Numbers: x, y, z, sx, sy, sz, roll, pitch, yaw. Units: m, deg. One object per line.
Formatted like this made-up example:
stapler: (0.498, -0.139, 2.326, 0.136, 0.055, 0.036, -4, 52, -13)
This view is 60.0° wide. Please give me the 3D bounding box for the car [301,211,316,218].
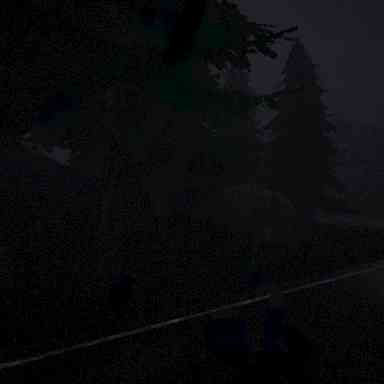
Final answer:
car: (8.457, 1.510, 28.917, 1.812, 1.442, 4.674, 0, 0, -35)
